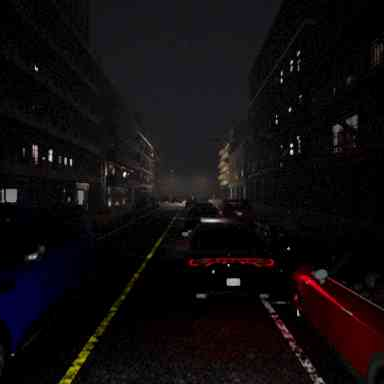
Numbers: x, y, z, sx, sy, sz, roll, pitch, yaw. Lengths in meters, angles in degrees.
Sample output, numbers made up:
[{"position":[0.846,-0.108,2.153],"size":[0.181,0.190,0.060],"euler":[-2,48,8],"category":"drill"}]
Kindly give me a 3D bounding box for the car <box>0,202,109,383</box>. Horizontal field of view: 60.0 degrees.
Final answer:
[{"position":[-3.098,1.227,5.052],"size":[2.150,2.045,5.566],"euler":[0,0,0],"category":"car"}]

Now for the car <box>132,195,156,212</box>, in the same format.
[{"position":[-5.676,1.474,38.204],"size":[1.967,1.590,4.097],"euler":[0,0,0],"category":"car"}]

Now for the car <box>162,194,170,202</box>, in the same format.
[{"position":[-5.663,1.372,72.022],"size":[2.192,1.841,5.009],"euler":[0,0,0],"category":"car"}]

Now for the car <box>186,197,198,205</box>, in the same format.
[{"position":[0.020,1.597,59.891],"size":[2.033,1.411,5.357],"euler":[0,0,0],"category":"car"}]

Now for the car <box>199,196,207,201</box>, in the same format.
[{"position":[2.720,1.608,83.287],"size":[1.887,1.381,4.507],"euler":[0,0,0],"category":"car"}]

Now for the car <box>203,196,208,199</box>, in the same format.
[{"position":[2.716,1.582,72.185],"size":[1.752,1.417,4.829],"euler":[0,0,0],"category":"car"}]

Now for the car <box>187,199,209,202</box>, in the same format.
[{"position":[0.793,1.529,24.484],"size":[1.837,1.490,4.892],"euler":[0,0,-2],"category":"car"}]

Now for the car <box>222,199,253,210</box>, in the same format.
[{"position":[2.701,1.336,21.287],"size":[2.192,1.841,5.009],"euler":[0,0,0],"category":"car"}]

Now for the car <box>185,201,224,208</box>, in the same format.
[{"position":[0.673,1.500,18.581],"size":[1.882,1.535,5.008],"euler":[0,0,5],"category":"car"}]

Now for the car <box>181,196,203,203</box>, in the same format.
[{"position":[0.026,1.532,46.191],"size":[2.128,1.511,4.902],"euler":[0,0,0],"category":"car"}]

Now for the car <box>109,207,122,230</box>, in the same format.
[{"position":[-5.681,1.546,21.123],"size":[1.752,1.417,4.829],"euler":[0,0,0],"category":"car"}]

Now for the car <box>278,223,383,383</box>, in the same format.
[{"position":[2.694,1.445,4.379],"size":[1.967,1.590,4.097],"euler":[0,0,0],"category":"car"}]

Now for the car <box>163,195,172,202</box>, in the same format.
[{"position":[-5.663,1.500,77.657],"size":[1.967,1.590,4.097],"euler":[0,0,0],"category":"car"}]

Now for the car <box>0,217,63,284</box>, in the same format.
[{"position":[-5.685,1.576,10.020],"size":[1.947,1.339,4.313],"euler":[0,0,0],"category":"car"}]

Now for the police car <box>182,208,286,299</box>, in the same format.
[{"position":[0.762,1.435,8.625],"size":[1.930,1.638,5.238],"euler":[0,0,0],"category":"police car"}]

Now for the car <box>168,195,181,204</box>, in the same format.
[{"position":[-2.978,1.577,63.286],"size":[1.812,1.442,4.674],"euler":[0,0,0],"category":"car"}]

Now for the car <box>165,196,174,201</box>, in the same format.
[{"position":[-5.661,1.608,83.295],"size":[1.887,1.381,4.507],"euler":[0,0,0],"category":"car"}]

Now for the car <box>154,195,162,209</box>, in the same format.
[{"position":[-5.673,1.353,43.840],"size":[2.192,1.841,5.009],"euler":[0,0,0],"category":"car"}]

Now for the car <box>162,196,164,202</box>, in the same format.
[{"position":[-5.672,1.624,49.476],"size":[1.802,1.307,4.206],"euler":[0,0,0],"category":"car"}]
